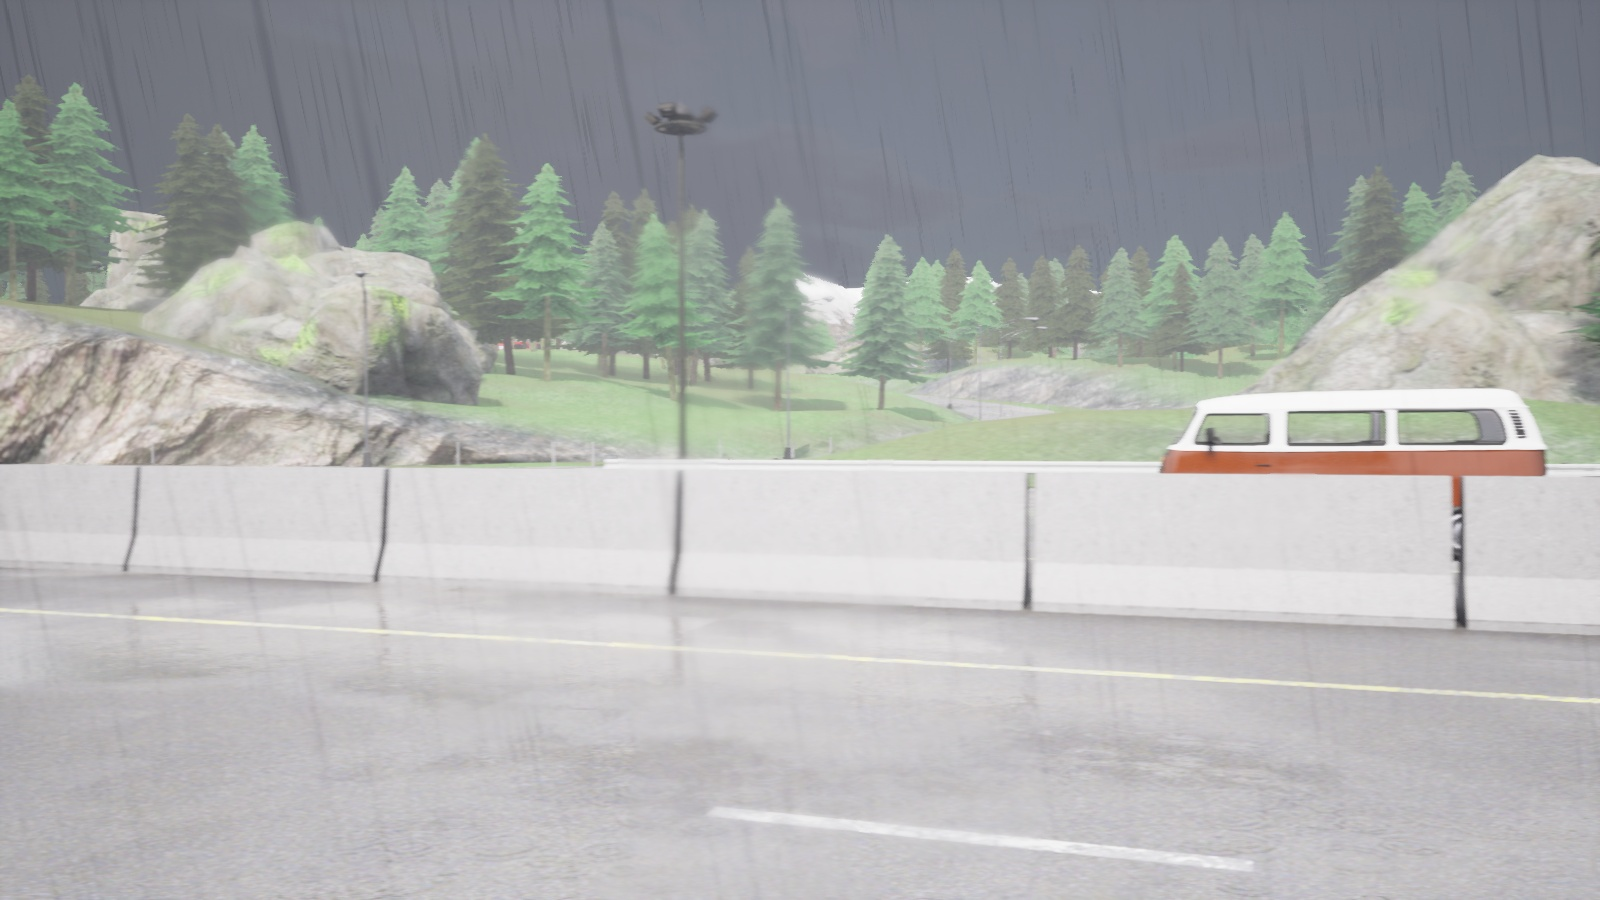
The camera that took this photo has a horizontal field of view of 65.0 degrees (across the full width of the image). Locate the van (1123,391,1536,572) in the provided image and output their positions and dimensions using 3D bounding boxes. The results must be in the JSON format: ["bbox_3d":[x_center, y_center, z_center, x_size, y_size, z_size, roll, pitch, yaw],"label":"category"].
[{"bbox_3d":[6.455,0.322,15.787,4.480,2.038,2.069,1,1,19],"label":"van"}]
